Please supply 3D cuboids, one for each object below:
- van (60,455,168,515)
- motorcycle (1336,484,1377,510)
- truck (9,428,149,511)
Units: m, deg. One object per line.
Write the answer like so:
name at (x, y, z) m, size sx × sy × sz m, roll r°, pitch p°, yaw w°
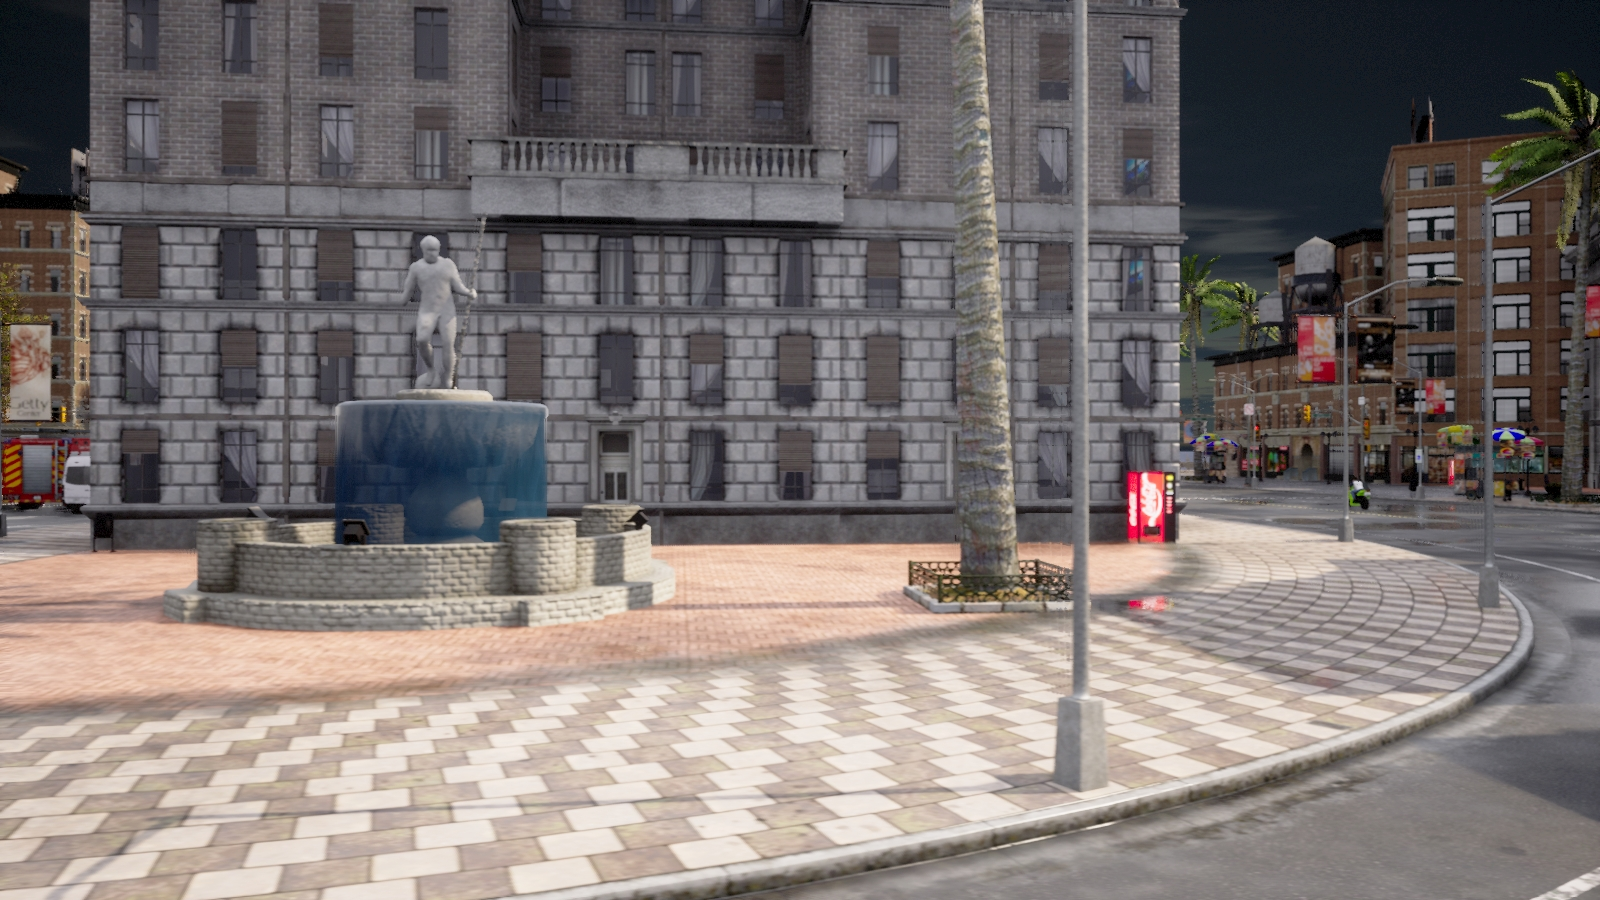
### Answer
van at (-31.600, 1.537, 52.848) m, size 1.988 × 2.561 × 5.915 m, roll 0°, pitch 0°, yaw -6°
motorcycle at (26.381, 2.214, 54.171) m, size 0.803 × 1.145 × 2.033 m, roll 0°, pitch 0°, yaw -5°
truck at (-35.619, 0.892, 56.896) m, size 2.891 × 3.827 × 8.468 m, roll 0°, pitch 0°, yaw -10°
